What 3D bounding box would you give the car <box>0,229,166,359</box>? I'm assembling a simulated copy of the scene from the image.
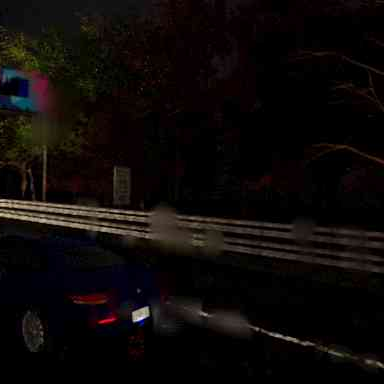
[{"bbox_3d":[-2.540,1.367,5.691,4.674,1.442,1.812,2,1,35],"label":"car"}]
